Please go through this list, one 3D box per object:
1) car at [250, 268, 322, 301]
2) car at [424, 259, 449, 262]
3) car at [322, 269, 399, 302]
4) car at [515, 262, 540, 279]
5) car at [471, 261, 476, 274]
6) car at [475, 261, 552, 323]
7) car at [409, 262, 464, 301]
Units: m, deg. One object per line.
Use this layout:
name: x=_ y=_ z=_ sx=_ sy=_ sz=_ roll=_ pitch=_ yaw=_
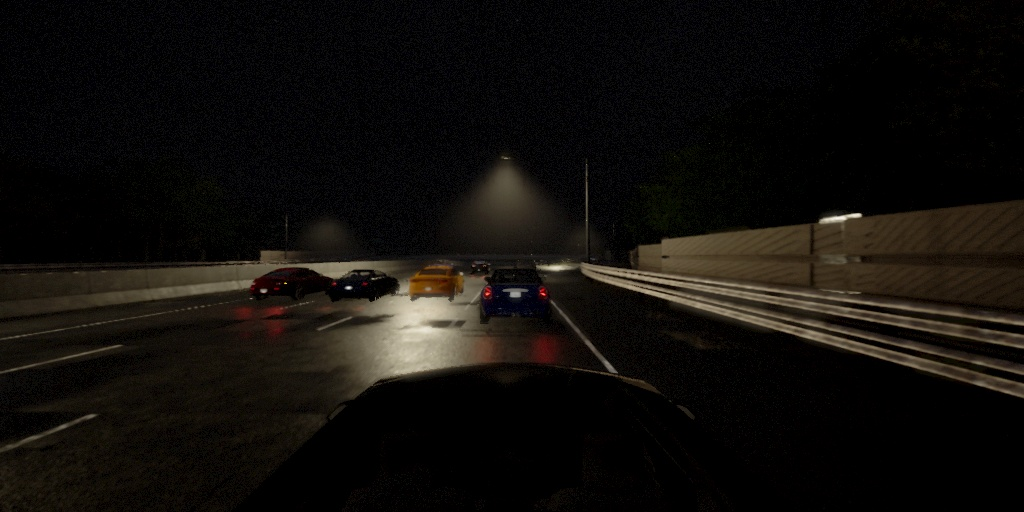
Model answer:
car: x=-10.387 y=1.279 z=17.317 sx=1.812 sy=1.442 sz=4.674 roll=0 pitch=0 yaw=0
car: x=-6.897 y=1.110 z=35.104 sx=2.097 sy=1.767 sz=4.553 roll=0 pitch=0 yaw=0
car: x=-6.898 y=1.317 z=17.153 sx=1.994 sy=1.385 sz=4.181 roll=0 pitch=0 yaw=0
car: x=1.491 y=1.277 z=33.592 sx=1.812 sy=1.442 sz=4.674 roll=0 pitch=0 yaw=9
car: x=-3.496 y=1.256 z=40.412 sx=2.128 sy=1.511 sz=4.902 roll=0 pitch=0 yaw=0
car: x=0.101 y=1.105 z=12.216 sx=2.097 sy=1.767 sz=4.553 roll=0 pitch=0 yaw=0
car: x=-3.499 y=1.231 z=17.432 sx=1.882 sy=1.535 sz=5.008 roll=0 pitch=0 yaw=0
